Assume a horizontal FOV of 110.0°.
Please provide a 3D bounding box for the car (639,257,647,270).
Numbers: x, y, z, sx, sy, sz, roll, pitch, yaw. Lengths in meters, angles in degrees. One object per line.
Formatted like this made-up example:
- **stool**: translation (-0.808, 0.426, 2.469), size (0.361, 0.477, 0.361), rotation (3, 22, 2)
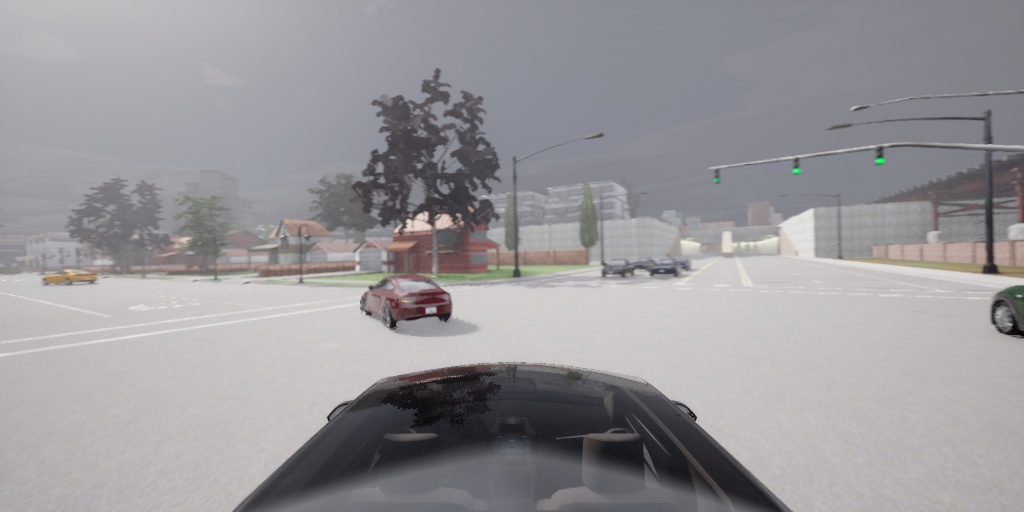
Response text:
- **car**: translation (13.933, 0.841, 38.086), size (2.033, 1.411, 5.357), rotation (-1, 0, 32)

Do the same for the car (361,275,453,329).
- **car**: translation (-3.492, 1.322, 11.578), size (1.812, 1.442, 4.674), rotation (-1, 0, -35)

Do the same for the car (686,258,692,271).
- **car**: translation (17.032, 0.828, 36.469), size (1.895, 1.301, 4.718), rotation (-1, 0, 32)

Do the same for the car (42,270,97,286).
- **car**: translation (-45.495, 2.176, 36.870), size (5.008, 1.535, 1.882), rotation (-1, 0, 10)

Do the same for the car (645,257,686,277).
- **car**: translation (12.456, 0.929, 29.004), size (1.994, 1.385, 4.181), rotation (-1, 0, 32)

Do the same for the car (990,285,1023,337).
- **car**: translation (10.840, 0.848, 6.087), size (2.097, 1.767, 4.553), rotation (-1, 0, 32)

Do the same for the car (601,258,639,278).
- **car**: translation (8.908, 0.971, 29.919), size (1.812, 1.442, 4.674), rotation (-1, 0, 32)
